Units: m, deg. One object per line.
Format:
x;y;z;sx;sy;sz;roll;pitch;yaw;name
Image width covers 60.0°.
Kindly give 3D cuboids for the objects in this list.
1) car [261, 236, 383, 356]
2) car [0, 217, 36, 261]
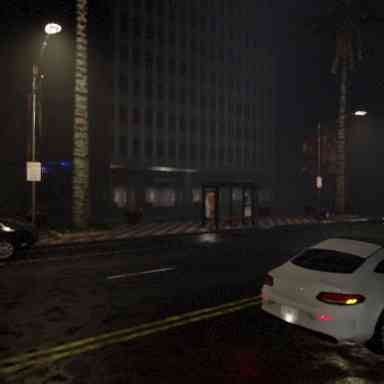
3.263;1.554;6.069;4.674;1.442;1.812;0;0;-35;car
-7.745;1.480;10.735;4.892;1.521;2.231;0;0;-35;car
